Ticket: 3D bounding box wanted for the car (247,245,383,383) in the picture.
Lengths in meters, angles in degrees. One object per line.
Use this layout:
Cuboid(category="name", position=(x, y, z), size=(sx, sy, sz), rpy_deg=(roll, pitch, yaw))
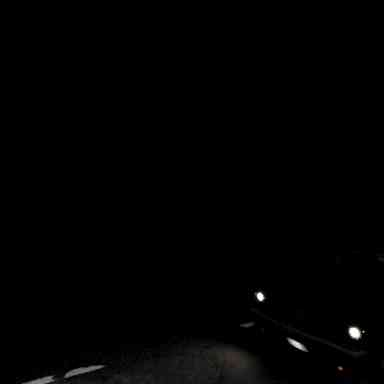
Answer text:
Cuboid(category="car", position=(3.186, 1.634, 5.391), size=(4.718, 1.301, 1.895), rpy_deg=(1, 0, -33))
